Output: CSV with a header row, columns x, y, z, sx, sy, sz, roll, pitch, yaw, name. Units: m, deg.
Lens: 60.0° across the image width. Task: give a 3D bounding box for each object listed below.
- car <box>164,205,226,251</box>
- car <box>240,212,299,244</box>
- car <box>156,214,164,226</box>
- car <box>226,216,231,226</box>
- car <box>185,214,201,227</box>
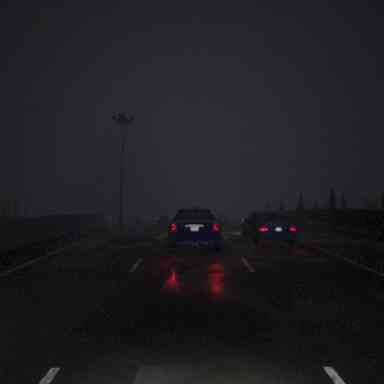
x,y,z,sx,sy,sz,roll,pitch,yaw,name
0.101,1.436,14.530,2.097,1.767,4.553,0,-1,0,car
3.602,1.666,16.335,2.033,1.411,5.357,0,-1,0,car
-3.396,3.552,41.438,1.812,1.442,4.674,0,-7,0,car
3.604,3.534,40.996,1.994,1.385,4.181,0,-7,0,car
0.104,3.595,41.776,1.812,1.442,4.674,0,-7,0,car
